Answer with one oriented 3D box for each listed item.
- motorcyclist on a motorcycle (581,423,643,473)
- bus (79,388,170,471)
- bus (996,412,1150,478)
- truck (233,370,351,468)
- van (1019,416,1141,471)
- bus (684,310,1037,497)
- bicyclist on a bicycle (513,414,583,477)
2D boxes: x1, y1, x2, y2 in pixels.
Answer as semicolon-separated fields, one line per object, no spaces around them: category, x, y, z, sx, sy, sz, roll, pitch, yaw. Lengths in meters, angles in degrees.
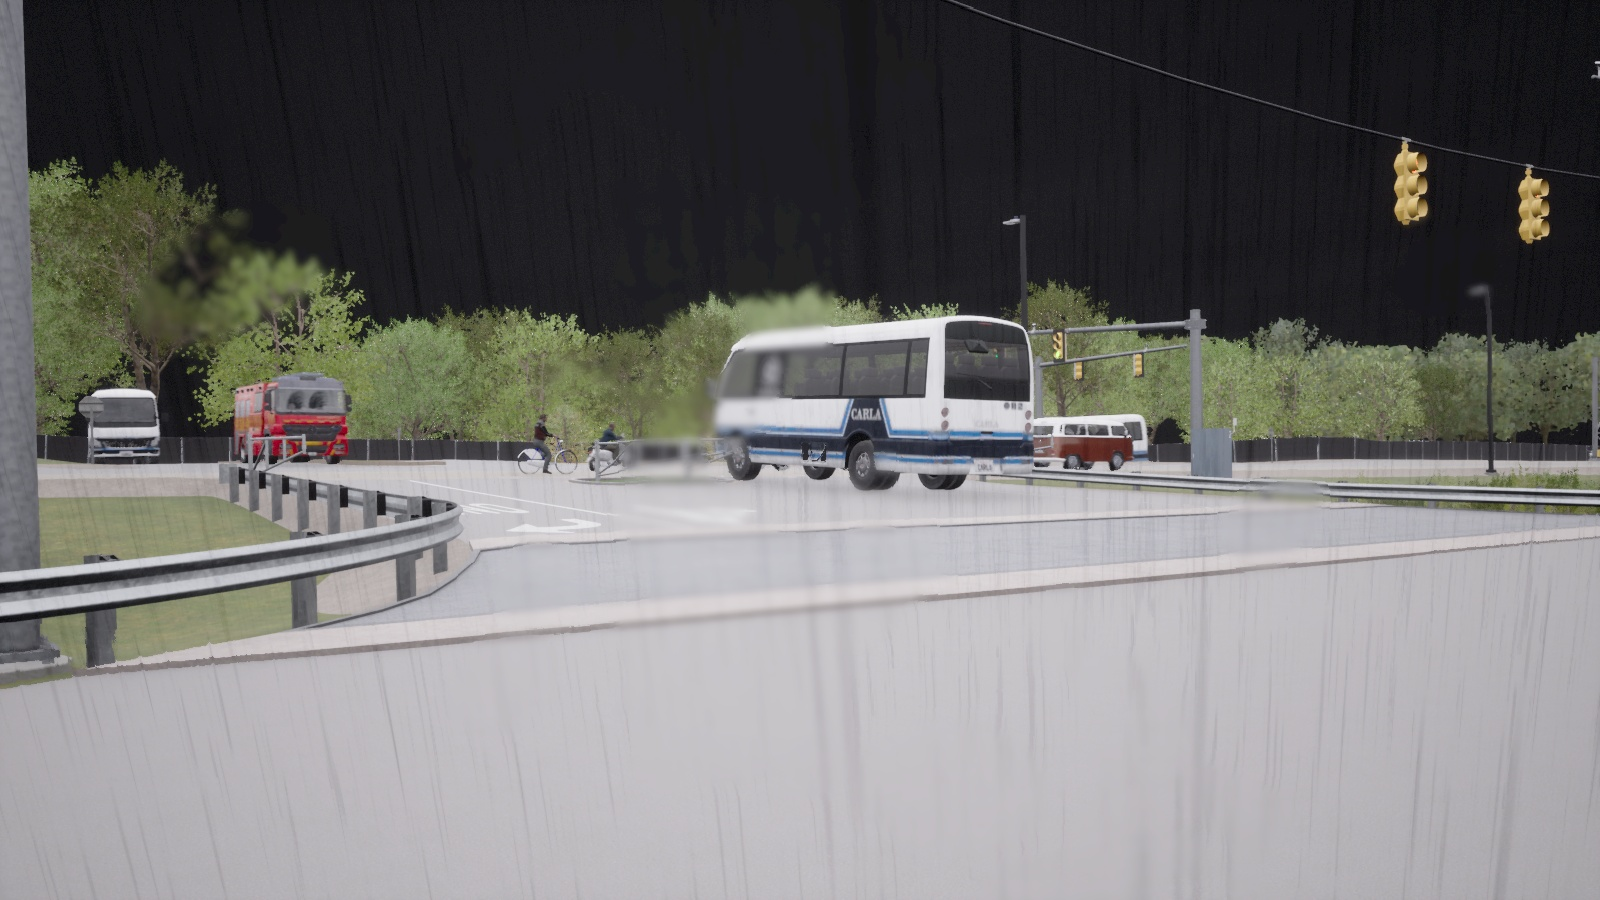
motorcyclist on a motorcycle;-6.170;-0.063;41.216;1.817;1.590;0.866;0;0;-34
bus;-38.036;-1.035;70.461;3.944;4.253;10.273;-2;0;-31
bus;19.902;-0.381;91.543;10.273;4.253;3.944;-3;0;-22
truck;-21.650;-1.219;53.221;2.891;3.827;8.468;0;0;-34
van;10.829;-0.247;48.480;4.480;2.038;2.069;0;0;-34
bus;1.187;-1.168;33.830;3.944;4.253;10.273;0;1;-35
bicyclist on a bicycle;-7.274;-0.128;36.229;1.843;1.776;0.659;0;2;-34
